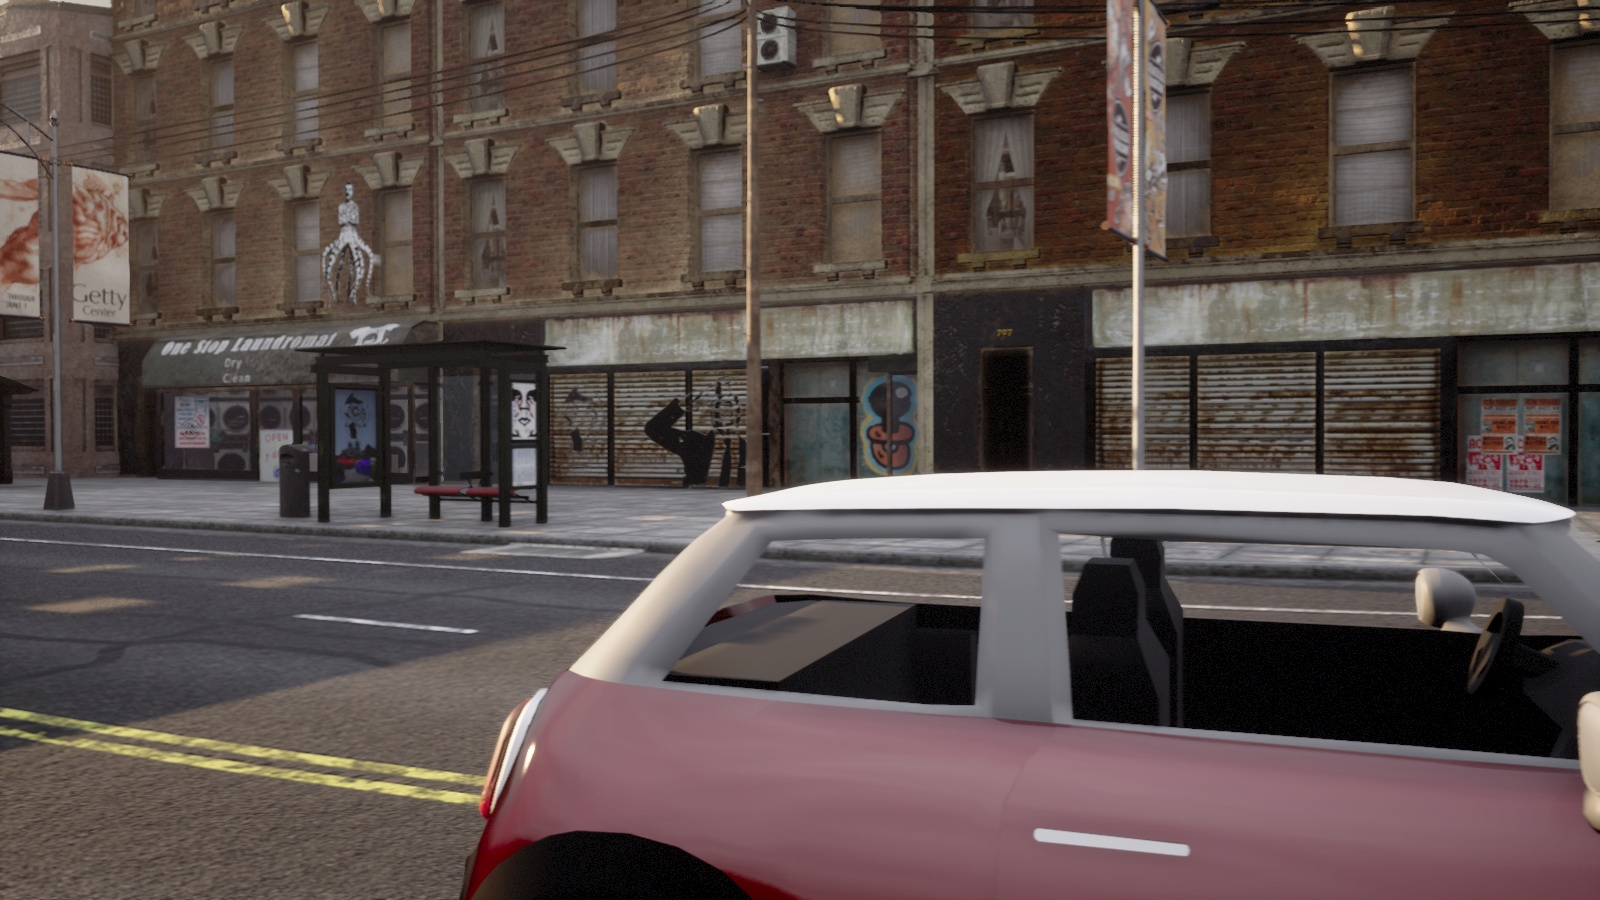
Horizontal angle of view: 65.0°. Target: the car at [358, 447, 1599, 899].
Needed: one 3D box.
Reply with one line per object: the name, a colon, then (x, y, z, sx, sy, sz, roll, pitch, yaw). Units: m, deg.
car: (1.251, 0.755, 2.788, 3.806, 1.475, 1.970, 1, 1, 19)
